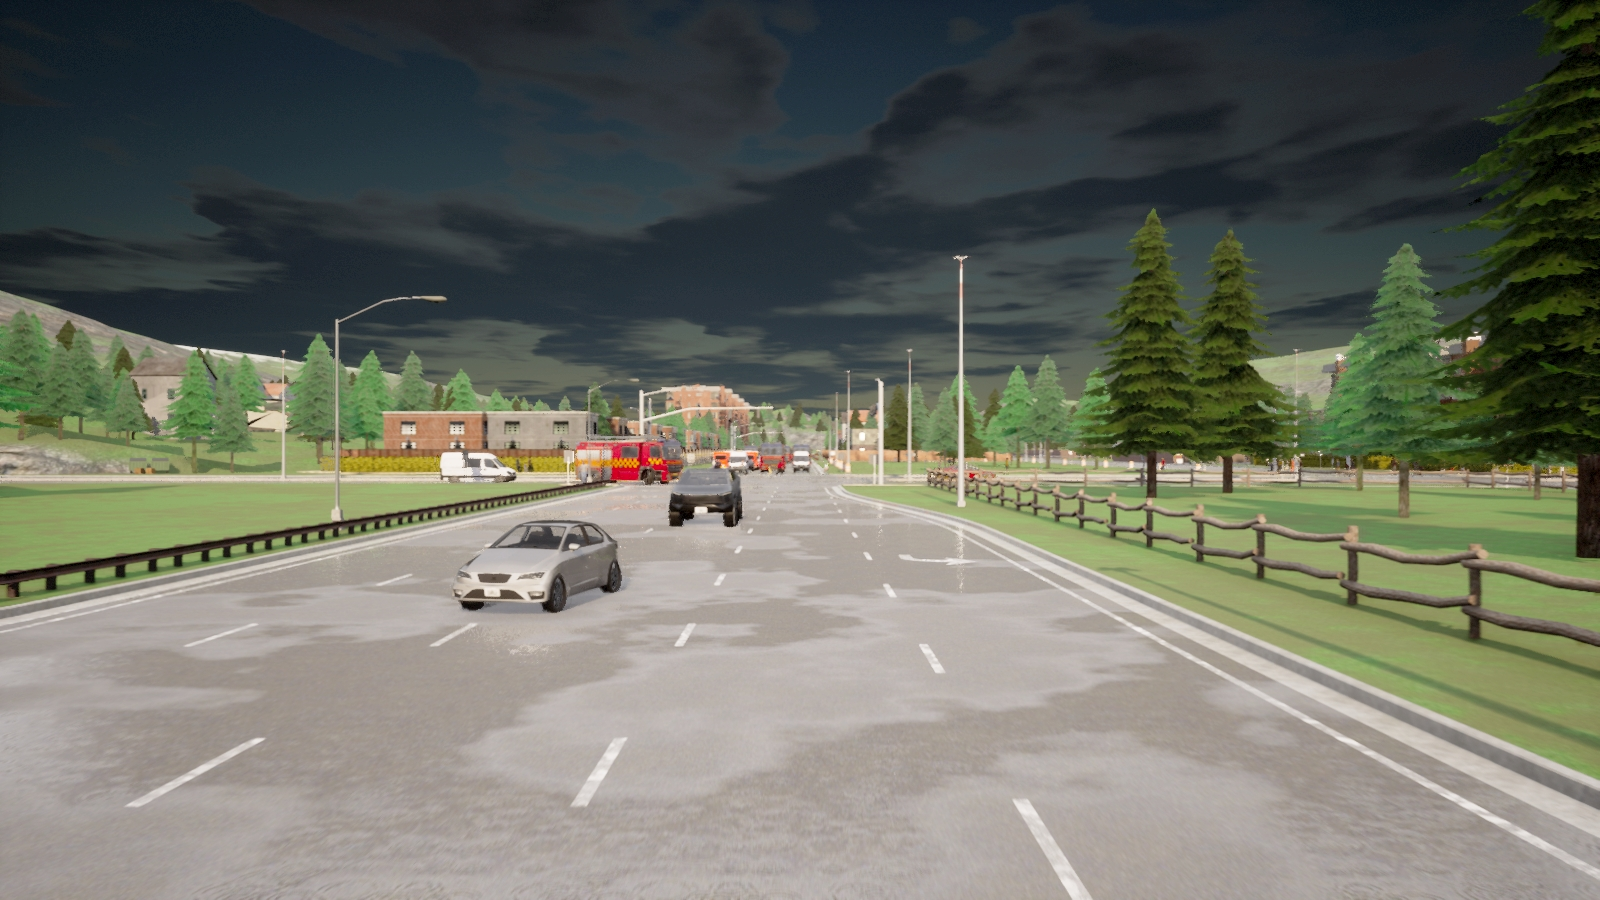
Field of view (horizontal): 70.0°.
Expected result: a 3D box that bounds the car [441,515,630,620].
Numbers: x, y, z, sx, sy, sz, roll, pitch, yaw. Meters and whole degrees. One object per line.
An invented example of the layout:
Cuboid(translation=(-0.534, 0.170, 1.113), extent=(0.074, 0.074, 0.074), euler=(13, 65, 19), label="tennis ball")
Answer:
Cuboid(translation=(-4.701, 2.054, 20.967), extent=(1.816, 1.474, 4.193), euler=(0, 0, 11), label="car")

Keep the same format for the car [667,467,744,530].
Cuboid(translation=(-3.452, 1.731, 42.926), extent=(2.390, 2.098, 6.274), euler=(0, 0, 0), label="car")
